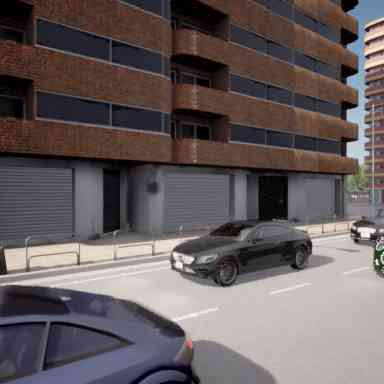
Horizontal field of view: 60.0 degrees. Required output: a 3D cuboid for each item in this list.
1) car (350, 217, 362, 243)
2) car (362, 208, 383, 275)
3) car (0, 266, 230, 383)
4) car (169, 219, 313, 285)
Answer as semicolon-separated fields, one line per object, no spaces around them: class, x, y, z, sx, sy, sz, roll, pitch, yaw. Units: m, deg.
car;9.033;1.491;14.963;4.902;1.511;2.128;0;0;-36
car;6.908;1.352;9.077;4.553;1.767;2.097;0;0;-36
car;-1.956;1.563;2.576;4.181;1.385;1.994;0;0;-36
car;1.572;1.526;9.493;4.674;1.442;1.812;0;0;-36
